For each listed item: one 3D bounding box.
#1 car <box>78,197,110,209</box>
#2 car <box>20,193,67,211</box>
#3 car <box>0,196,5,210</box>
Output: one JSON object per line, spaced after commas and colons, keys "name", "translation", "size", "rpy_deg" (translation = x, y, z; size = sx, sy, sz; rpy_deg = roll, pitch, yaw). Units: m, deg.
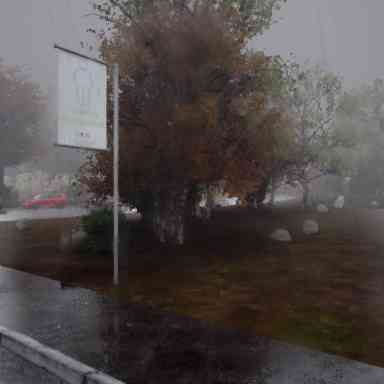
{"name": "car", "translation": [-12.728, 1.467, 44.037], "size": [2.128, 1.511, 4.902], "rpy_deg": [0, 0, 38]}
{"name": "car", "translation": [-18.643, 1.209, 42.197], "size": [2.150, 2.045, 5.566], "rpy_deg": [0, 0, 38]}
{"name": "car", "translation": [-21.652, 1.222, 32.826], "size": [2.150, 2.045, 5.566], "rpy_deg": [0, 0, 39]}
